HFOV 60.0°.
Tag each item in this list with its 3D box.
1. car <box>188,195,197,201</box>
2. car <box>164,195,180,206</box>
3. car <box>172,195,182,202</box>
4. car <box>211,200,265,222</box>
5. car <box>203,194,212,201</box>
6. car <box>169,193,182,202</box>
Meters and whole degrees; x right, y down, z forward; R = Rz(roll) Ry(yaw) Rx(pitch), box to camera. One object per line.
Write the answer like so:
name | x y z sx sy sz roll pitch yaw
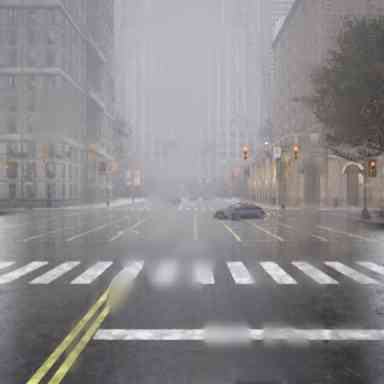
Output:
car | 0.192 1.390 78.638 2.128 1.511 4.902 0 0 1
car | -3.547 1.560 54.813 1.895 1.301 4.718 0 0 1
car | -3.347 1.444 74.991 1.837 1.490 4.892 0 0 1
car | 3.719 1.544 25.942 4.181 1.385 1.994 0 0 -35
car | 3.691 1.221 78.572 2.097 1.767 4.553 0 0 1
car | -3.497 1.173 64.531 2.150 2.045 5.566 0 0 1
